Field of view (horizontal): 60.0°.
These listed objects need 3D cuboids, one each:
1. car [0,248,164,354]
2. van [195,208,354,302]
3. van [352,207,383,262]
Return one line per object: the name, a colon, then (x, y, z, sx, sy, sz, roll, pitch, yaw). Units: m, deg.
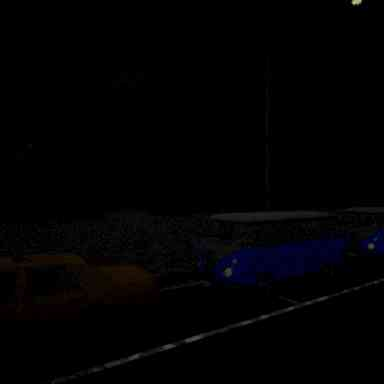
car: (-2.749, 1.528, 4.691, 4.829, 1.417, 1.752, 0, 0, -36)
van: (1.979, 1.367, 8.070, 3.998, 1.788, 1.690, 0, 0, -36)
van: (6.569, 1.390, 11.348, 3.998, 1.788, 1.690, 0, 0, -36)
